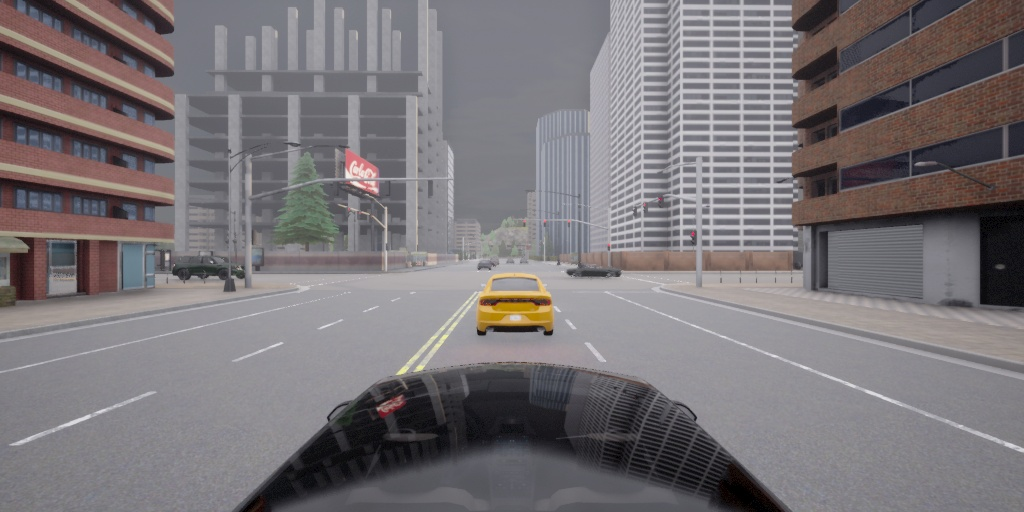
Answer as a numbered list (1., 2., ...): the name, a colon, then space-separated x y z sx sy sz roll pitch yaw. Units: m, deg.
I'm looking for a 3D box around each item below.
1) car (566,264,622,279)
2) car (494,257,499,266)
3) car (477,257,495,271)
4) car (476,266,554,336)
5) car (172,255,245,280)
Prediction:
1. car: 7.229 1.351 31.608 4.718 1.301 1.895 0 0 17
2. car: -3.892 1.351 65.046 1.895 1.301 4.718 0 0 0
3. car: -3.852 1.297 50.526 2.033 1.411 5.357 0 0 0
4. car: 0.065 1.228 10.468 1.882 1.535 5.008 0 0 0
5. car: -25.304 0.972 30.302 5.566 2.045 2.150 0 0 -1
